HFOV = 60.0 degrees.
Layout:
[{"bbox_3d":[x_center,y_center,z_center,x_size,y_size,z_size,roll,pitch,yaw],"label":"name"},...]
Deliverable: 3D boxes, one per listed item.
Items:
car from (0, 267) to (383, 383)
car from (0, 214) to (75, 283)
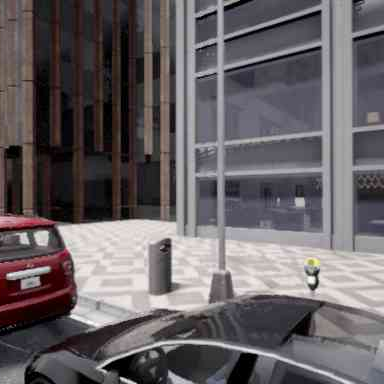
[{"bbox_3d":[0.448,1.567,2.646,4.313,1.339,1.947,0,0,35],"label":"car"},{"bbox_3d":[-4.142,1.320,5.918,5.009,1.841,2.192,0,0,35],"label":"car"}]
